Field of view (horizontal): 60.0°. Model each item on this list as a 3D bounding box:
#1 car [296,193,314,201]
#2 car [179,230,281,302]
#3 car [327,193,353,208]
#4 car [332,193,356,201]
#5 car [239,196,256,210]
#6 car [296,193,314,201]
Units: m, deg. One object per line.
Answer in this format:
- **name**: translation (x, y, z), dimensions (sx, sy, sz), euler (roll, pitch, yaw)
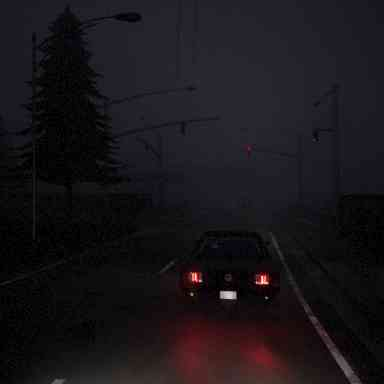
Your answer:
- **car**: translation (26.057, 1.361, 76.777), dimensions (3.806, 1.475, 1.970), euler (0, 0, 10)
- **car**: translation (0.979, 1.601, 8.289), dimensions (1.895, 1.301, 4.718), euler (0, 0, 8)
- **car**: translation (20.189, 1.330, 43.026), dimensions (5.027, 1.636, 2.152), euler (0, 0, 10)
- **car**: translation (34.415, 1.097, 75.350), dimensions (4.605, 1.855, 1.932), euler (0, 0, 10)
- **car**: translation (7.177, 1.352, 43.231), dimensions (2.097, 1.767, 4.553), euler (0, 0, 10)
- **car**: translation (27.233, 1.077, 79.946), dimensions (3.866, 1.878, 1.905), euler (0, 0, 10)
